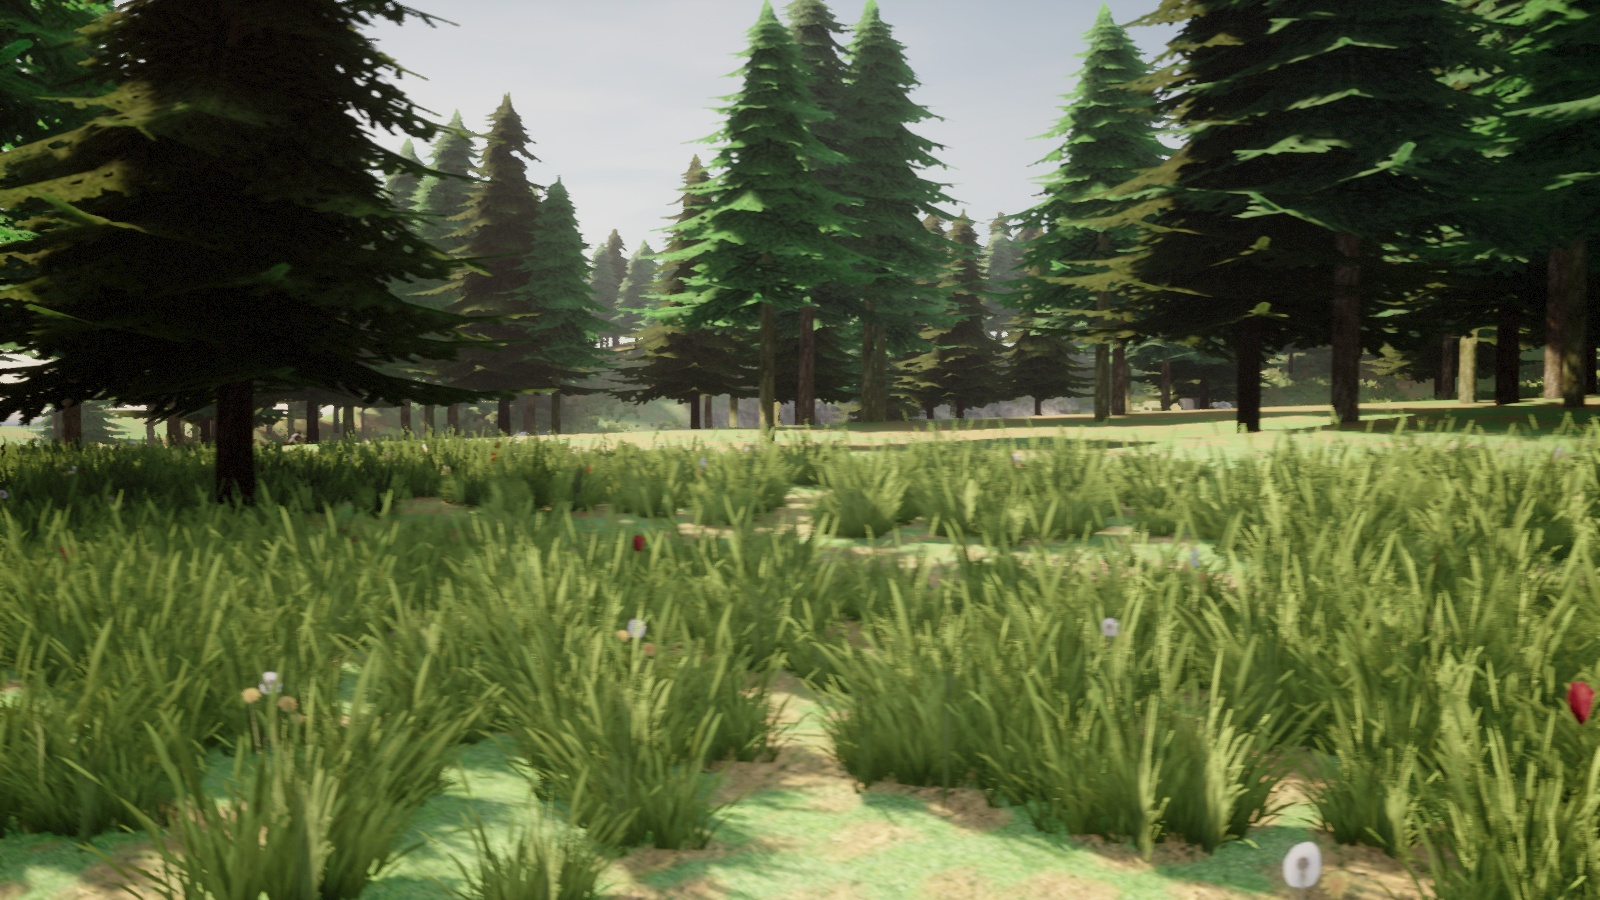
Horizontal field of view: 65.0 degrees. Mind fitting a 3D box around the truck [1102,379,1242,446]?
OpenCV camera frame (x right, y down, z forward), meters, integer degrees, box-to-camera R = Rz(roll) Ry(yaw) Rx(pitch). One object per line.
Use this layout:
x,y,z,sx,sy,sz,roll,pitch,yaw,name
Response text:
23.878,-2.353,80.913,7.936,3.462,2.891,-7,-3,42,truck
